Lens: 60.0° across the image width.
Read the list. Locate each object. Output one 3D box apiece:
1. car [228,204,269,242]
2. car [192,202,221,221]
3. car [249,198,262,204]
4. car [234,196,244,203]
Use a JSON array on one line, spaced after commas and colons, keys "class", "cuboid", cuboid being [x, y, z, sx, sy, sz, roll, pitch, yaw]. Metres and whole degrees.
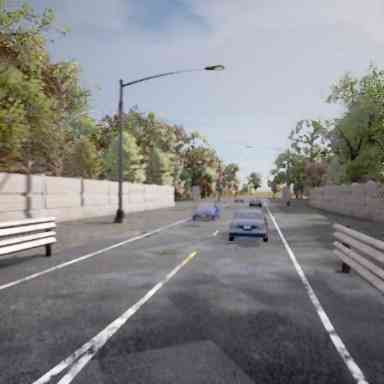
[{"class": "car", "cuboid": [2.901, 1.588, 16.900, 2.033, 1.411, 5.357, 0, 0, 11]}, {"class": "car", "cuboid": [1.282, 1.564, 27.556, 1.812, 1.442, 4.674, 0, 0, 11]}, {"class": "car", "cuboid": [10.177, 1.687, 53.396, 1.994, 1.385, 4.181, 0, 0, 11]}, {"class": "car", "cuboid": [10.066, 1.584, 70.511, 1.882, 1.535, 5.008, 0, 0, 11]}]
